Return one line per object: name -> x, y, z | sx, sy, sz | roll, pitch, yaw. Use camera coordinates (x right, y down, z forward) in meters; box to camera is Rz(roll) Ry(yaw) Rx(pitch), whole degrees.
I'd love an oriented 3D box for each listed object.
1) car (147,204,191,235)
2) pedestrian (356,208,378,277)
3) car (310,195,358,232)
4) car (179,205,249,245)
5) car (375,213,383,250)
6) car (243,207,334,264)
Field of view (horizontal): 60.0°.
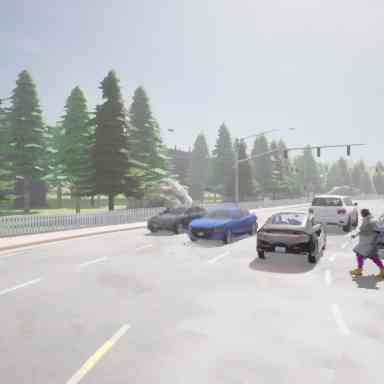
car -> -0.616, 1.504, 19.211 | 1.837, 1.490, 4.892 | 0, 0, 32
pedestrian -> 4.635, 1.294, 8.808 | 0.375, 1.860, 0.375 | 0, 0, 23
car -> 8.759, 1.221, 20.459 | 2.150, 2.045, 5.566 | 0, 0, 33
car -> 1.607, 1.477, 16.077 | 1.882, 1.535, 5.008 | 0, 0, 30
car -> 8.386, 1.547, 13.502 | 2.033, 1.411, 5.357 | 0, 0, 32
car -> 3.723, 1.491, 12.051 | 2.128, 1.511, 4.902 | 0, 0, 27
